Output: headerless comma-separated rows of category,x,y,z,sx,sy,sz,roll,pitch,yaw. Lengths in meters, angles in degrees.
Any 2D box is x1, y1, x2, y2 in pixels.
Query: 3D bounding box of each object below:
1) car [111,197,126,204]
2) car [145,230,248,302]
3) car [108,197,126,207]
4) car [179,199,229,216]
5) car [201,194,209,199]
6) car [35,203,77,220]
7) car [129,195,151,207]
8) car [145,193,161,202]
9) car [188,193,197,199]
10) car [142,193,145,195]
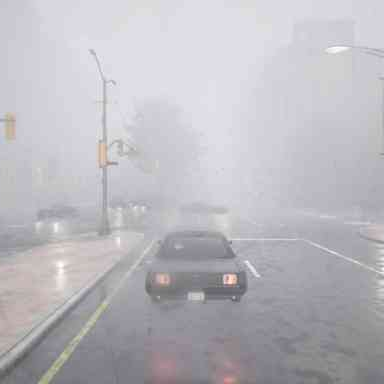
car,-14.702,1.595,66.897,1.895,1.301,4.718,0,0,0
car,0.080,1.601,8.233,1.895,1.301,4.718,0,0,0
car,-11.558,1.504,51.429,1.837,1.490,4.892,0,0,0
car,1.191,1.601,32.448,4.718,1.301,1.895,0,0,28
car,3.561,1.519,86.915,2.128,1.511,4.902,0,0,0
car,-11.581,1.601,28.667,1.895,1.301,4.718,0,0,0
car,-8.056,1.564,51.838,1.994,1.385,4.181,0,0,0
car,-7.951,1.547,69.047,2.033,1.411,5.357,0,0,0
car,0.061,1.218,86.531,2.150,2.045,5.566,0,0,0
car,-11.453,1.526,67.847,1.812,1.442,4.674,0,0,0
